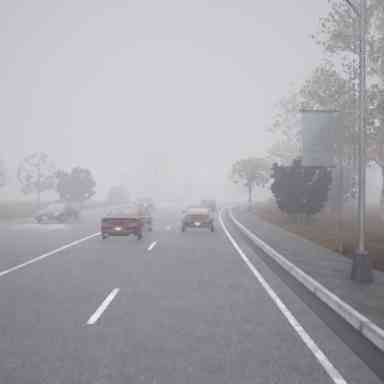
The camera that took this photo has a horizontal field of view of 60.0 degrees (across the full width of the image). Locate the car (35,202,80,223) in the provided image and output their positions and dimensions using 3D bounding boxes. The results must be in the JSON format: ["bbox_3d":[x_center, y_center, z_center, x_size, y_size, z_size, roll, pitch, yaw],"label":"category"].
[{"bbox_3d":[-10.069,1.522,25.394,1.812,1.442,4.674,0,0,3],"label":"car"}]

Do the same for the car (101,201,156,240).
[{"bbox_3d":[-3.216,1.477,17.211,1.882,1.535,5.008,0,0,1],"label":"car"}]

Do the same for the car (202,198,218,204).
[{"bbox_3d":[2.068,1.494,41.062,2.128,1.511,4.902,0,0,8],"label":"car"}]

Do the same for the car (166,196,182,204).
[{"bbox_3d":[-3.428,1.521,66.191,2.033,1.411,5.357,0,0,16],"label":"car"}]

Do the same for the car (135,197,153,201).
[{"bbox_3d":[-5.575,1.348,37.677,2.097,1.767,4.553,0,0,7],"label":"car"}]

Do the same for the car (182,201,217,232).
[{"bbox_3d":[0.391,1.525,20.166,1.812,1.442,4.674,0,0,2],"label":"car"}]
